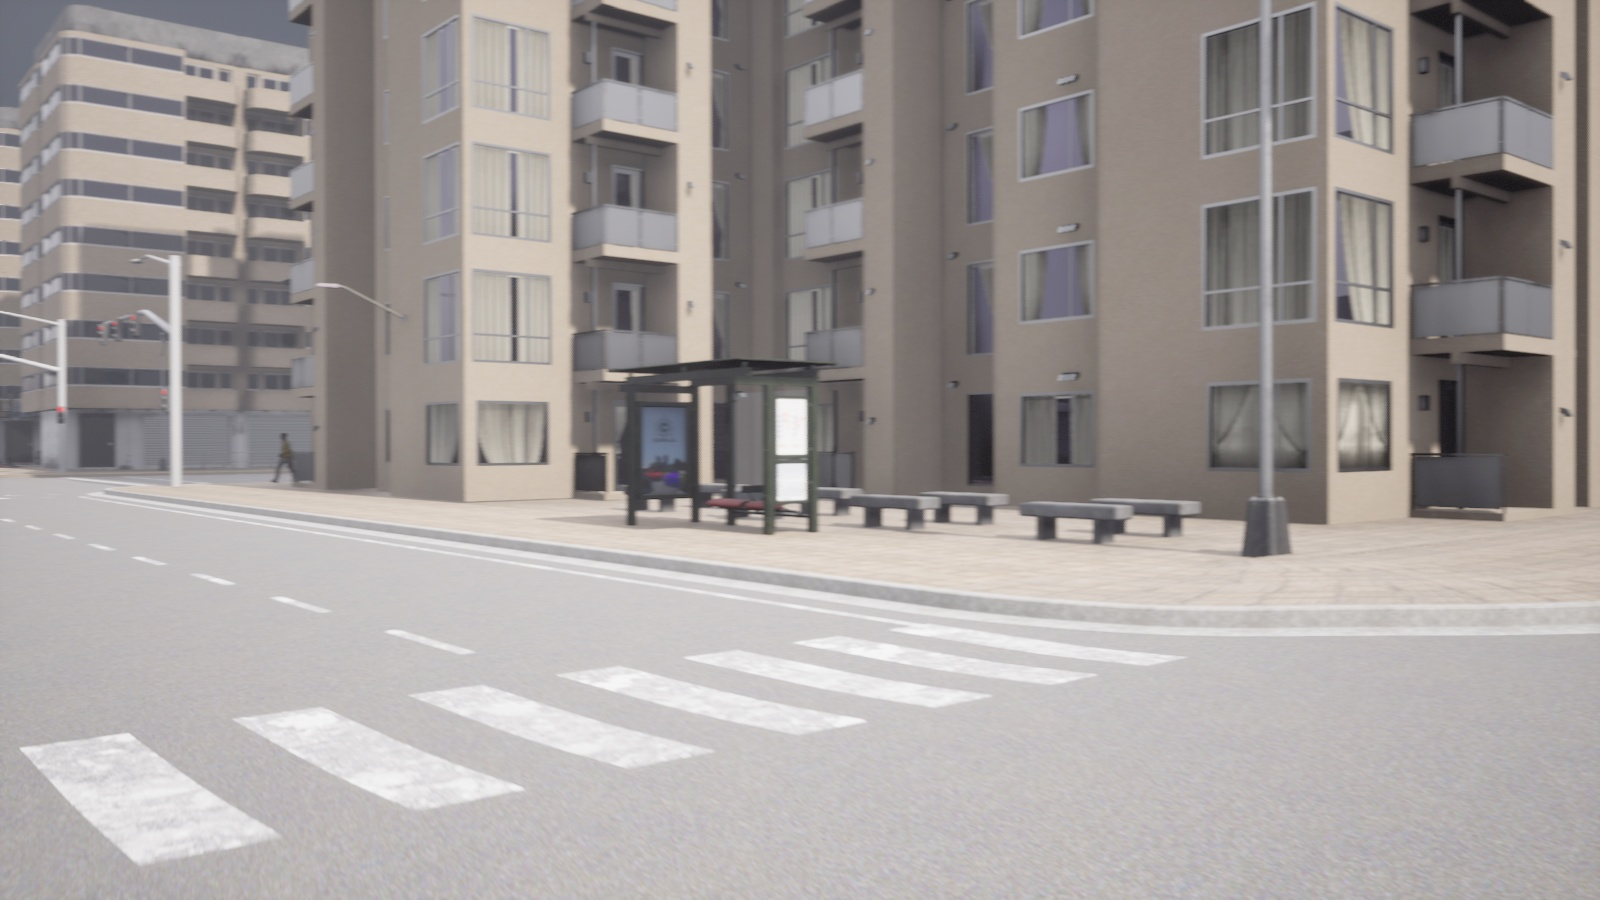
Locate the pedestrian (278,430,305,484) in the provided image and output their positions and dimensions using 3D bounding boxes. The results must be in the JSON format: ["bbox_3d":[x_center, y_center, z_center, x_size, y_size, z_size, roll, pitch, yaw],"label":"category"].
[{"bbox_3d":[-17.494,0.248,43.201,0.431,1.840,0.709,0,0,39],"label":"pedestrian"}]
